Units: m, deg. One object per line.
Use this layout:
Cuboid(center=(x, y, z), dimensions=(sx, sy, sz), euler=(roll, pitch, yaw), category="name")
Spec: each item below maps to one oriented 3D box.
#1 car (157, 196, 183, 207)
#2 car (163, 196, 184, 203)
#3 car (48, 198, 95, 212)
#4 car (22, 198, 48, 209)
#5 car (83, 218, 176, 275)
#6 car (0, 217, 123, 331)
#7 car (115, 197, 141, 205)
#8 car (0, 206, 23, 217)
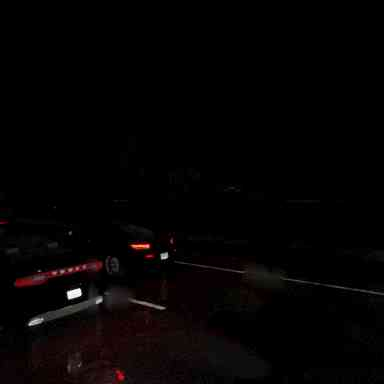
Cuboid(center=(-3.396, 1.478, 52.479), dimensions=(1.882, 1.535, 5.008), euler=(0, 0, 36), category="car")
Cuboid(center=(-3.834, 1.505, 69.530), dimensions=(1.812, 1.442, 4.674), euler=(0, 0, 36), category="car")
Cuboid(center=(-13.596, 1.505, 38.513), dimensions=(1.837, 1.490, 4.892), euler=(0, 0, 36), category="car")
Cuboid(center=(-20.730, 1.548, 46.549), dimensions=(2.033, 1.411, 5.357), euler=(0, 0, 36), category="car")
Cuboid(center=(-2.607, 1.526, 10.129), dimensions=(4.674, 1.442, 1.812), euler=(0, 0, 35), category="car")
Cuboid(center=(-3.898, 1.478, 6.760), dimensions=(5.008, 1.535, 1.882), euler=(0, 0, 35), category="car")
Cuboid(center=(-11.440, 1.601, 59.256), dimensions=(1.895, 1.301, 4.718), euler=(0, 0, 36), category="car")
Cuboid(center=(-10.084, 1.505, 15.456), dimensions=(4.892, 1.490, 1.837), euler=(0, 0, 36), category="car")
